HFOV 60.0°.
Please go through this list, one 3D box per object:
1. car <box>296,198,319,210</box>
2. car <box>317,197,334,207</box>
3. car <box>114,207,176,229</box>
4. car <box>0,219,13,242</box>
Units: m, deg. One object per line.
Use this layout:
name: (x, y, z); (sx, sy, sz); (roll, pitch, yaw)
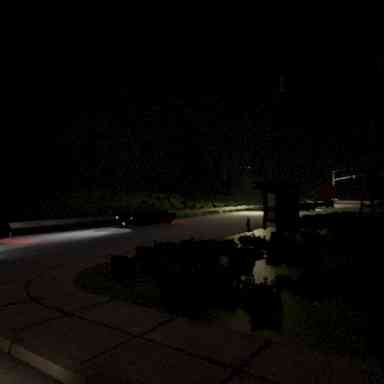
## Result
car: (14.022, 1.726, 41.853); (1.994, 1.385, 4.181); (-1, -1, 36)
car: (19.758, 1.514, 49.907); (2.097, 1.767, 4.553); (-1, -1, 36)
car: (-3.297, 1.810, 24.024); (1.895, 1.301, 4.718); (-1, 0, 36)
car: (-10.379, 1.702, 14.205); (2.128, 1.511, 4.902); (-1, -1, 35)
